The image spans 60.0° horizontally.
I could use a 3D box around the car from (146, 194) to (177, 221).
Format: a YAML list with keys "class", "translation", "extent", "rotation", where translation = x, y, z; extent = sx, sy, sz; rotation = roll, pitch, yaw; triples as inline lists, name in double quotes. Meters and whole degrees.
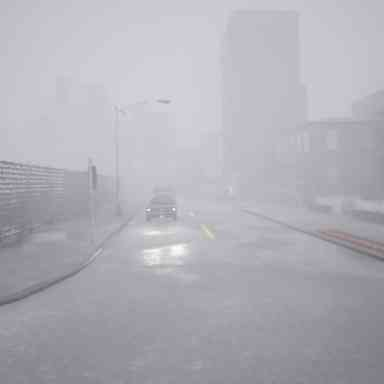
- class: "car"
  translation: [-1.958, 1.058, 21.510]
  extent: [1.895, 1.301, 4.718]
  rotation: [-1, 2, -5]

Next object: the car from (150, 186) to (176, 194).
- class: "car"
  translation: [-2.793, 0.415, 32.105]
  extent: [2.150, 2.045, 5.566]
  rotation: [-1, 2, -3]
